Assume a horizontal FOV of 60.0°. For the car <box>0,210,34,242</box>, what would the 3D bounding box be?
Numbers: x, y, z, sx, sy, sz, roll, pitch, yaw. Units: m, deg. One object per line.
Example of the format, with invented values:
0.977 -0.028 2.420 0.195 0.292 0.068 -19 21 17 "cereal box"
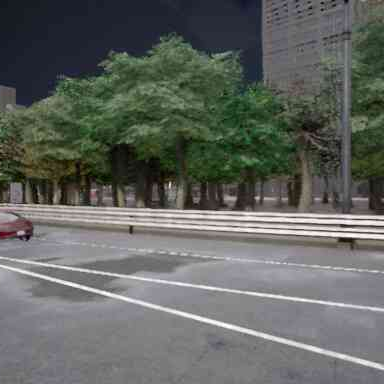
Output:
-9.096 1.537 15.078 4.674 1.442 1.812 0 0 31 "car"
